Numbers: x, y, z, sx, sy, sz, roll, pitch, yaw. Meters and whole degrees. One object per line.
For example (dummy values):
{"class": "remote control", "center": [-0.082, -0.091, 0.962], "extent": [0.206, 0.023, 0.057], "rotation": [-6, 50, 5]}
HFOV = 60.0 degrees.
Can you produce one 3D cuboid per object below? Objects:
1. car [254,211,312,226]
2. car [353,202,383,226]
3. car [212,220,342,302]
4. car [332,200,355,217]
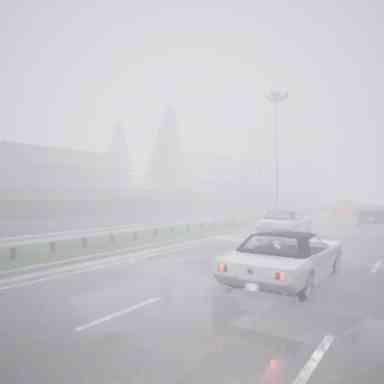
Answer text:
{"class": "car", "center": [5.269, 1.711, 18.679], "extent": [1.895, 1.301, 4.718], "rotation": [0, 0, 35]}
{"class": "car", "center": [13.181, 1.617, 23.898], "extent": [1.882, 1.535, 5.008], "rotation": [0, 0, 35]}
{"class": "car", "center": [2.485, 1.652, 8.574], "extent": [1.895, 1.301, 4.718], "rotation": [0, 0, 35]}
{"class": "car", "center": [15.606, 1.548, 33.486], "extent": [2.097, 1.767, 4.553], "rotation": [0, 0, 35]}
